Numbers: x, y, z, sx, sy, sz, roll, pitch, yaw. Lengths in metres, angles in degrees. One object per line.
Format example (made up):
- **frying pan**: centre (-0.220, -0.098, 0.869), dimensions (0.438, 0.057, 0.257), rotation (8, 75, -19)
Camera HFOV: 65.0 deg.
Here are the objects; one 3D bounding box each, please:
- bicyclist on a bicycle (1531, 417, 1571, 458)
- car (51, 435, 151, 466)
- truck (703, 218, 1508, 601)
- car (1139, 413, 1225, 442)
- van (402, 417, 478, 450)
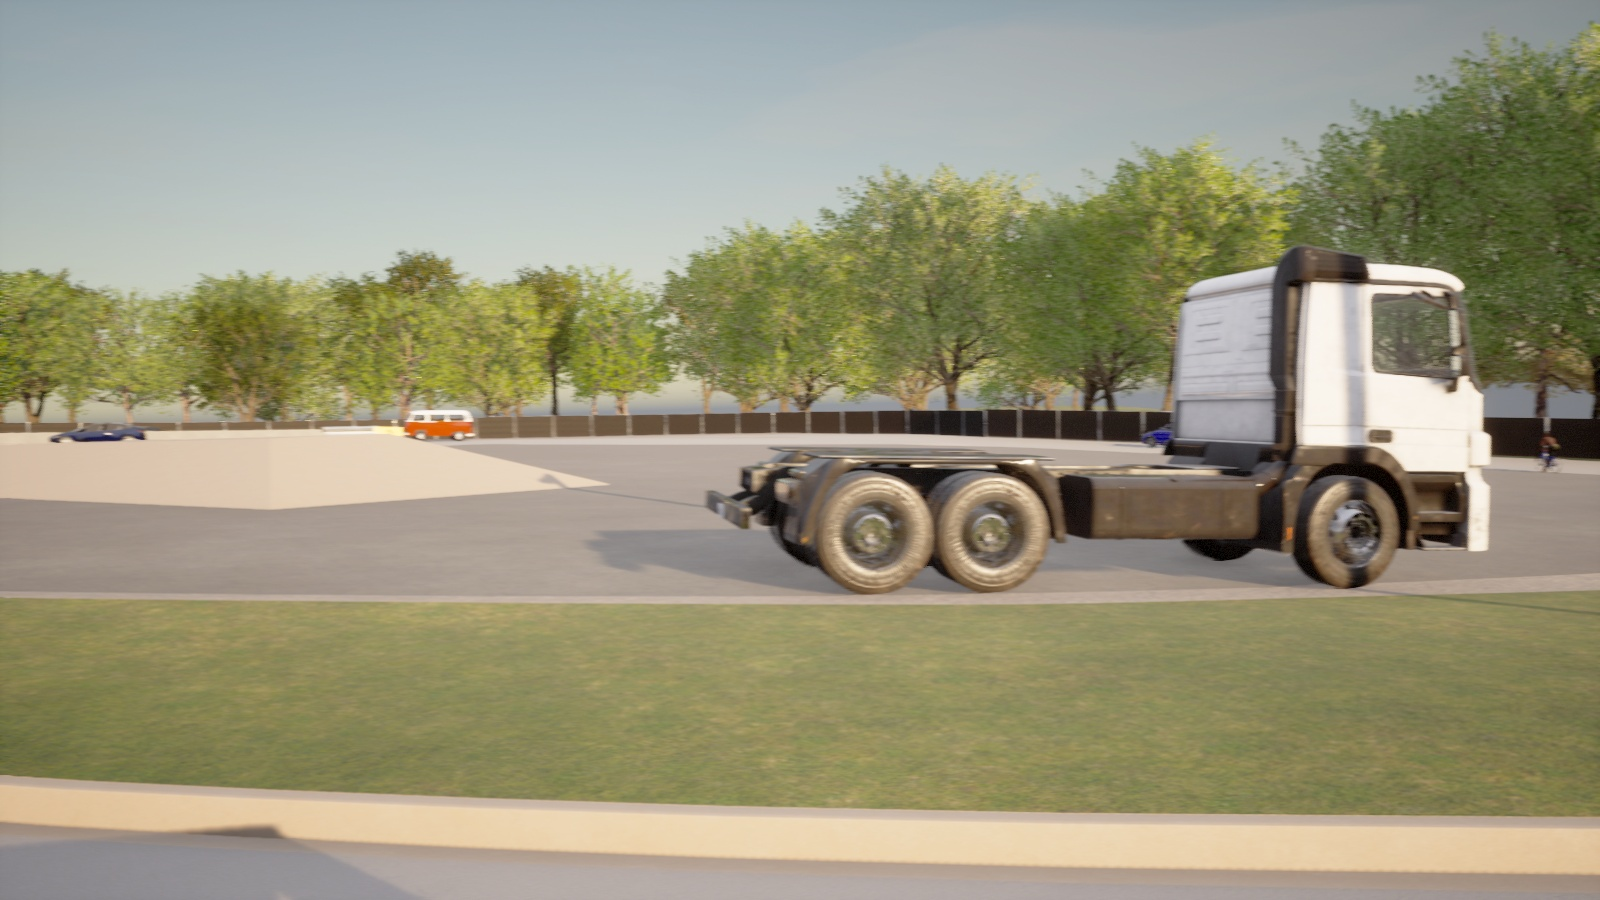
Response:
- **bicyclist on a bicycle**: centre (30.209, -0.518, 50.516), dimensions (0.582, 1.620, 1.656), rotation (0, 1, -1)
- **car**: centre (-39.058, 0.018, 70.274), dimensions (4.792, 1.488, 2.163), rotation (-3, 2, -29)
- **truck**: centre (3.090, -0.438, 13.559), dimensions (7.936, 3.462, 2.891), rotation (-1, 2, -11)
- **car**: centre (21.311, -1.299, 70.120), dimensions (1.816, 1.474, 4.193), rotation (-5, 5, -43)
- **van**: centre (-23.710, -1.101, 82.622), dimensions (4.480, 2.038, 2.069), rotation (-2, 3, -25)
